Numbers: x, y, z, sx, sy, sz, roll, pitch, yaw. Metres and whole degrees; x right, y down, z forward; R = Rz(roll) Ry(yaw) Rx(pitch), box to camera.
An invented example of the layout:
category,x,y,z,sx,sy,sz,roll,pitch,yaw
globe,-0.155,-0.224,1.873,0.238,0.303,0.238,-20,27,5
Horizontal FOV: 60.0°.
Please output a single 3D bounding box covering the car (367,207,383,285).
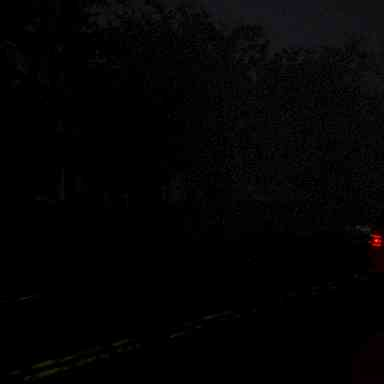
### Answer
category,x,y,z,sx,sy,sz,roll,pitch,yaw
car,6.458,1.200,8.043,5.566,2.045,2.150,0,0,-35
